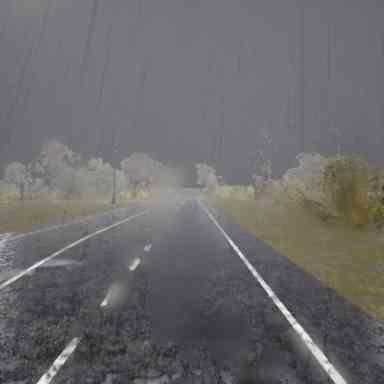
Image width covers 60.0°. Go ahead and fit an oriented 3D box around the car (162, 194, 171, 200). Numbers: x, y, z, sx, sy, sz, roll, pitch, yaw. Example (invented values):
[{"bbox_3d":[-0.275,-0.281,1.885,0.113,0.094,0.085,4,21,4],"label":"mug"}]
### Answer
[{"bbox_3d":[-6.970,1.219,90.252,2.097,1.767,4.553,0,0,0],"label":"car"}]
